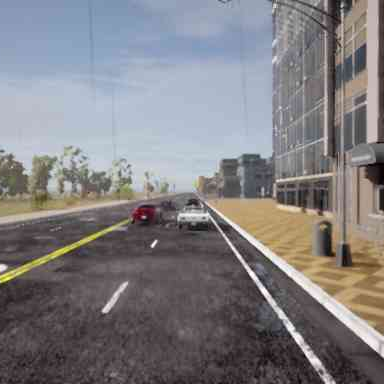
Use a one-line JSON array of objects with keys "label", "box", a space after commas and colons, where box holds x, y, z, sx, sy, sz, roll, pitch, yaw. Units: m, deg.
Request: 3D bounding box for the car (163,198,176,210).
[{"label": "car", "box": [-3.138, 1.484, 41.885, 1.994, 1.385, 4.181, 0, 0, 0]}]

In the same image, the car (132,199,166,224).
[{"label": "car", "box": [-3.145, 1.481, 24.056, 1.812, 1.442, 4.674, 0, 0, 0]}]

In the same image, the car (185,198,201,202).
[{"label": "car", "box": [0.111, 1.445, 41.787, 1.812, 1.442, 4.674, 0, 0, 0]}]

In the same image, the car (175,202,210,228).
[{"label": "car", "box": [0.106, 1.560, 21.670, 1.895, 1.301, 4.718, 0, 0, 0]}]
